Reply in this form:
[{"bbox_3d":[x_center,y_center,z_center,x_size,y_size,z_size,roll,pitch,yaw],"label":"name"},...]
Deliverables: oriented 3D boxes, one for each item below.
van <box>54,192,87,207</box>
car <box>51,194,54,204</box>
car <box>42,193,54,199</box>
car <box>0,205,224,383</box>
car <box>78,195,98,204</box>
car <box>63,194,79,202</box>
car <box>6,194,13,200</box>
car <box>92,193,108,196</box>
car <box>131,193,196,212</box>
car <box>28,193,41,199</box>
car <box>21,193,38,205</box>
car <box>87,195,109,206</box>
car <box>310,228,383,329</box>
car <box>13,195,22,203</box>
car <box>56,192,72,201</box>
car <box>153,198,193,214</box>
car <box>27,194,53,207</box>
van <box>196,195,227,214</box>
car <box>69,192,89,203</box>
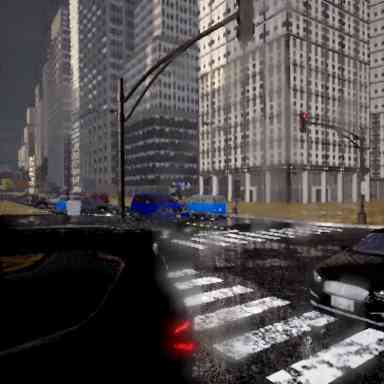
[{"bbox_3d":[-12.019,1.200,32.662,1.690,1.788,3.998,0,0,-34],"label":"van"},{"bbox_3d":[-21.103,1.348,50.928,1.895,1.301,4.718,-1,1,-34],"label":"car"},{"bbox_3d":[-36.152,1.028,83.407,1.752,1.417,4.829,0,0,-34],"label":"car"},{"bbox_3d":[-2.524,1.233,1.763,5.566,2.045,2.150,0,0,-35],"label":"car"},{"bbox_3d":[-17.466,1.214,55.717,1.887,1.381,4.507,0,0,-34],"label":"car"},{"bbox_3d":[-23.663,1.180,64.901,1.947,1.339,4.313,0,0,-34],"label":"car"},{"bbox_3d":[-43.003,1.167,78.579,1.802,1.307,4.206,0,0,-34],"label":"car"},{"bbox_3d":[-14.368,1.011,51.124,2.192,1.841,5.009,0,0,-34],"label":"car"},{"bbox_3d":[-2.378,1.120,22.994,2.150,2.045,5.566,-1,1,-34],"label":"car"},{"bbox_3d":[-39.837,1.034,84.052,2.128,1.511,4.902,-1,1,-34],"label":"car"},{"bbox_3d":[-24.412,1.302,51.029,2.008,1.369,4.403,0,0,-34],"label":"car"},{"bbox_3d":[-10.197,1.378,34.589,2.033,1.411,5.357,-1,1,-34],"label":"car"},{"bbox_3d":[4.362,1.487,6.660,4.902,1.511,2.128,0,0,-35],"label":"car"},{"bbox_3d":[-30.609,1.278,60.213,1.802,1.307,4.206,0,0,-34],"label":"car"},{"bbox_3d":[-26.762,0.901,69.491,2.192,1.841,5.009,0,0,-34],"label":"car"},{"bbox_3d":[-1.956,1.348,32.775,1.887,1.381,4.507,0,0,-34],"label":"car"},{"bbox_3d":[-21.314,1.344,46.438,1.947,1.339,4.313,0,0,-34],"label":"car"},{"bbox_3d":[1.217,1.171,28.233,1.690,1.788,3.998,0,0,-34],"label":"van"},{"bbox_3d":[-20.565,0.957,60.307,2.192,1.841,5.009,0,0,-34],"label":"car"}]
